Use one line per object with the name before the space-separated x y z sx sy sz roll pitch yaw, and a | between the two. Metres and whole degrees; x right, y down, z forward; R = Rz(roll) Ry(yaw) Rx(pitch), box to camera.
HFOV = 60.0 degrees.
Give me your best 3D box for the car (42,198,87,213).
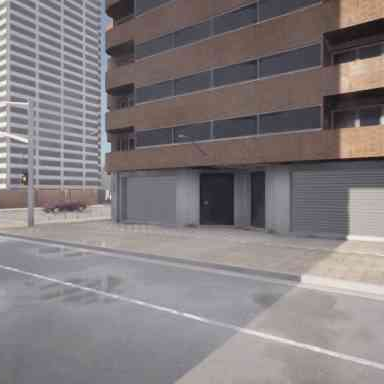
car | -14.101 1.478 36.878 1.882 1.535 5.008 0 0 35
